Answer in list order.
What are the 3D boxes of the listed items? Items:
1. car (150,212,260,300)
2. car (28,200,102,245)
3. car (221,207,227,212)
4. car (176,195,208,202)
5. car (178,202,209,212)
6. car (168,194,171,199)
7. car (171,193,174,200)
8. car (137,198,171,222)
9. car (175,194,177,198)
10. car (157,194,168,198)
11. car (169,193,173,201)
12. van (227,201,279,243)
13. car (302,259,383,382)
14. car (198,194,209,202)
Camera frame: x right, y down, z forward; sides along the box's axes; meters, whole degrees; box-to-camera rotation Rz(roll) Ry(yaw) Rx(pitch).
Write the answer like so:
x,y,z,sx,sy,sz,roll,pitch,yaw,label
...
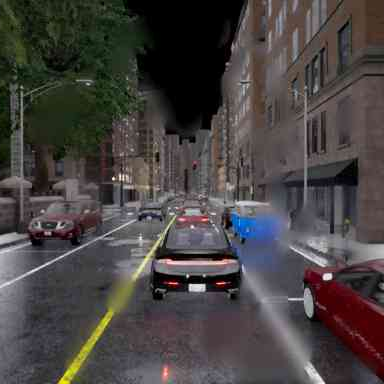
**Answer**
x,y,z,sx,sy,sz,roll,pitch,yaw,label
0.093,1.490,8.346,2.128,1.511,4.902,0,0,0,car
-5.682,1.310,15.612,2.192,1.841,5.009,0,0,0,car
2.838,1.557,21.319,1.947,1.339,4.313,0,0,0,car
0.025,1.338,27.565,2.097,1.767,4.553,0,0,2,car
0.088,1.519,18.608,1.812,1.442,4.674,0,0,0,car
-5.722,1.501,64.751,2.008,1.369,4.403,0,0,0,car
-5.731,1.490,75.653,1.887,1.381,4.507,0,0,0,car
-3.022,1.446,26.112,2.033,1.411,5.357,0,0,0,car
-5.740,1.495,86.554,2.008,1.369,4.403,0,0,0,car
-5.718,1.479,59.131,1.752,1.417,4.829,0,0,0,car
-5.727,1.492,70.202,1.887,1.381,4.507,0,0,0,car
2.842,1.336,15.659,1.690,1.788,3.998,0,0,0,van
2.851,1.544,4.338,1.887,1.381,4.507,0,0,0,car
2.793,1.386,75.696,1.967,1.590,4.097,0,0,0,car
